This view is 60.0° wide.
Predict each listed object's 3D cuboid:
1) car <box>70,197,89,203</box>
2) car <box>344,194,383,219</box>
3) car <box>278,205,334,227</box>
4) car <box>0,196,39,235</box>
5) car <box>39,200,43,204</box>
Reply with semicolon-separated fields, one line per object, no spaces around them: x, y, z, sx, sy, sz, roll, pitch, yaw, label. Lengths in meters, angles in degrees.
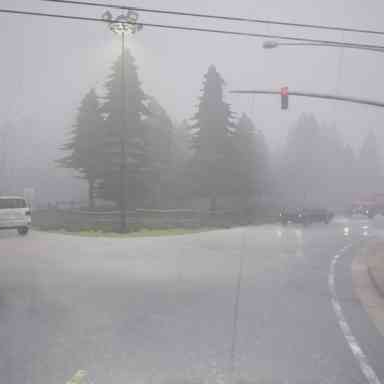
-16.701;1.518;50.782;2.128;1.511;4.902;0;0;12;car
15.906;1.221;30.029;5.566;2.045;2.150;0;0;-41;car
7.948;1.601;23.035;4.718;1.301;1.895;0;0;-43;car
-10.800;1.248;18.121;5.566;2.045;2.150;0;0;42;car
-21.340;1.520;43.312;2.128;1.511;4.902;0;0;6;car
